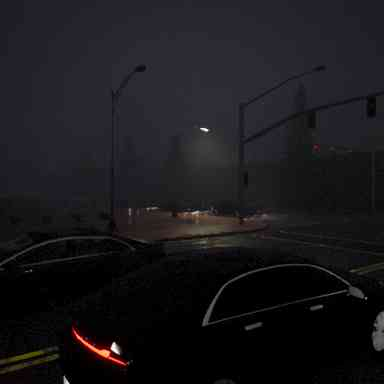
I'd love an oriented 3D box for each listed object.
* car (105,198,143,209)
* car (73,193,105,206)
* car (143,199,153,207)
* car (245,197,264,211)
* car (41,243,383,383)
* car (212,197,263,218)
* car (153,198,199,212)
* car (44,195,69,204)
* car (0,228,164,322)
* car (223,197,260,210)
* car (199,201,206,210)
[{"bbox_3d":[-9.429,1.526,45.785,4.674,1.442,1.812,0,0,36],"label":"car"},{"bbox_3d":[-16.664,1.221,54.051,5.566,2.045,2.150,0,0,20],"label":"car"},{"bbox_3d":[-7.659,1.564,48.762,4.181,1.385,1.994,0,0,35],"label":"car"},{"bbox_3d":[5.280,1.352,34.786,2.097,1.767,4.553,0,0,-37],"label":"car"},{"bbox_3d":[0.858,1.505,4.408,4.892,1.490,1.837,0,0,-35],"label":"car"},{"bbox_3d":[3.840,1.505,30.883,1.837,1.490,4.892,0,0,-36],"label":"car"},{"bbox_3d":[-1.964,1.547,38.708,2.033,1.411,5.357,0,0,-39],"label":"car"},{"bbox_3d":[-26.167,1.352,63.841,4.553,1.767,2.097,0,0,9],"label":"car"},{"bbox_3d":[-2.736,1.491,6.339,4.902,1.511,2.128,0,0,-36],"label":"car"},{"bbox_3d":[6.612,1.477,44.966,1.882,1.535,5.008,0,0,-38],"label":"car"},{"bbox_3d":[-0.311,1.505,41.936,1.837,1.490,4.892,0,0,-41],"label":"car"}]
